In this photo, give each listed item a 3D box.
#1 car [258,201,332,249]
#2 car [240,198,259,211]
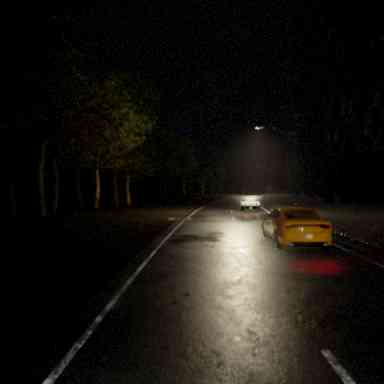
[{"bbox_3d":[4.160,1.350,13.860,1.882,1.535,5.008,0,1,3],"label":"car"},{"bbox_3d":[6.020,1.223,34.682,1.895,1.301,4.718,0,1,7],"label":"car"}]
